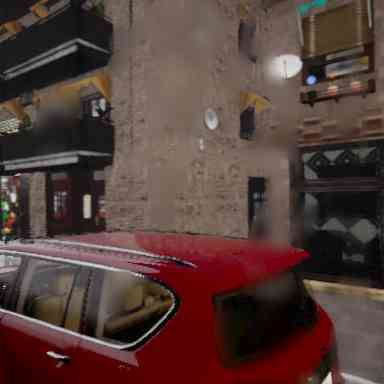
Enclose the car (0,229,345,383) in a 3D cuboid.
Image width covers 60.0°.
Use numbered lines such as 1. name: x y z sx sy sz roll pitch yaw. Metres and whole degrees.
1. car: -1.095 1.336 3.511 5.009 1.841 2.192 -1 -1 35
